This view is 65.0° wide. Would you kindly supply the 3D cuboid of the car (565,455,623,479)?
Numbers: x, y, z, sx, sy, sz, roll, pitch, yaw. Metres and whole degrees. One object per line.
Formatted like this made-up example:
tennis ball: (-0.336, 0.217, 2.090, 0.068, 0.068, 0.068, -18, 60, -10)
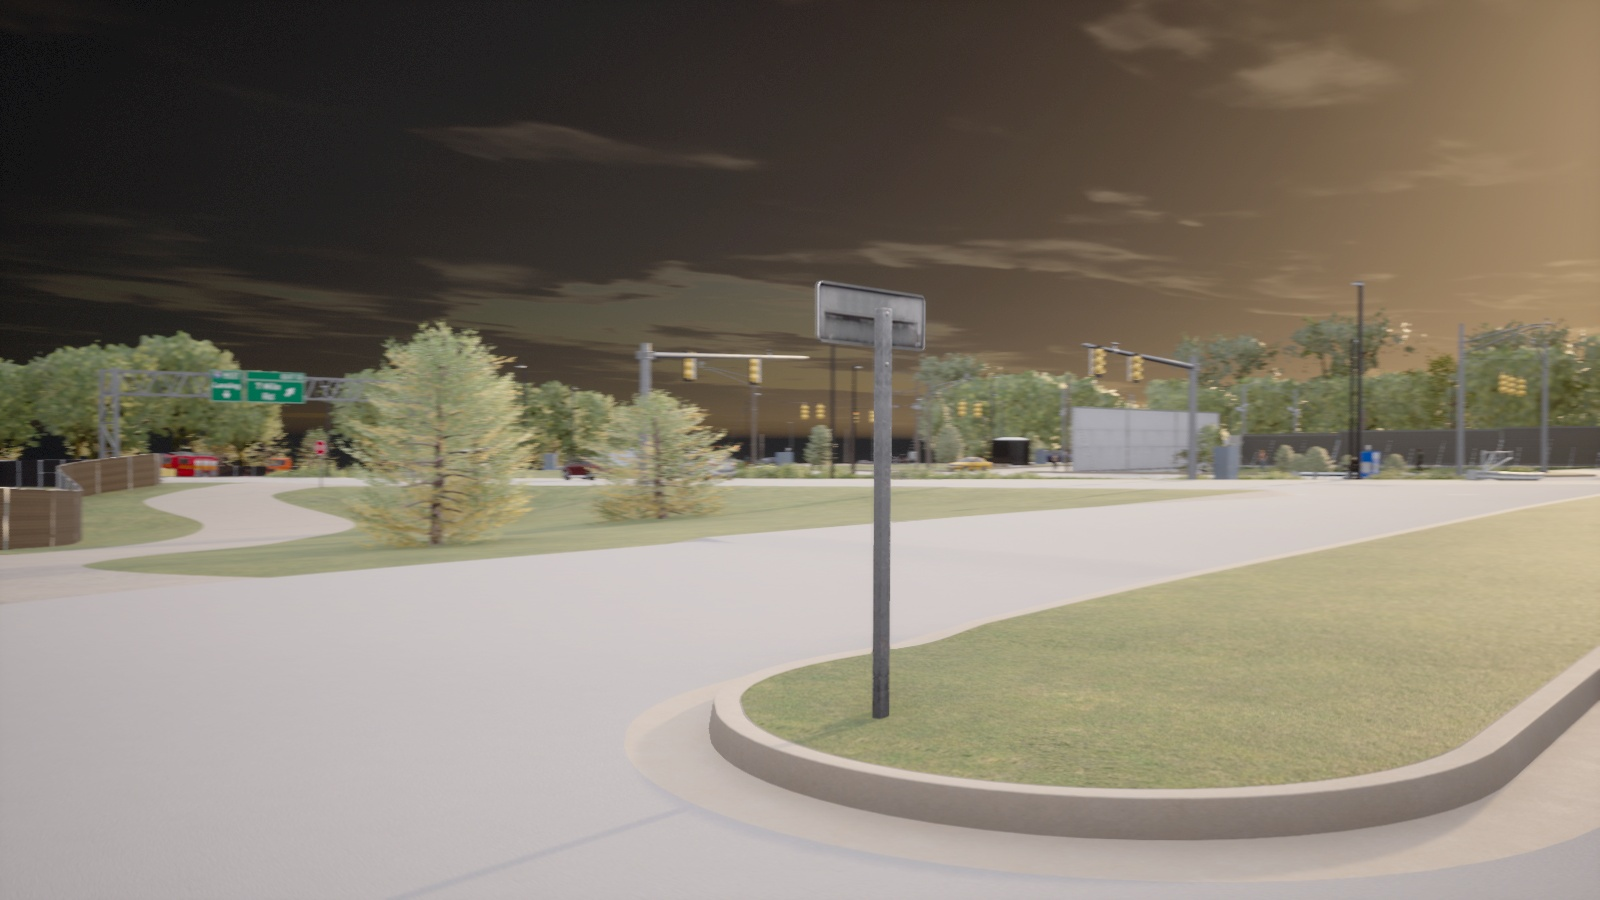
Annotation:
car: (-13.482, 1.118, 81.979, 3.705, 1.549, 1.789, -1, 0, 42)
